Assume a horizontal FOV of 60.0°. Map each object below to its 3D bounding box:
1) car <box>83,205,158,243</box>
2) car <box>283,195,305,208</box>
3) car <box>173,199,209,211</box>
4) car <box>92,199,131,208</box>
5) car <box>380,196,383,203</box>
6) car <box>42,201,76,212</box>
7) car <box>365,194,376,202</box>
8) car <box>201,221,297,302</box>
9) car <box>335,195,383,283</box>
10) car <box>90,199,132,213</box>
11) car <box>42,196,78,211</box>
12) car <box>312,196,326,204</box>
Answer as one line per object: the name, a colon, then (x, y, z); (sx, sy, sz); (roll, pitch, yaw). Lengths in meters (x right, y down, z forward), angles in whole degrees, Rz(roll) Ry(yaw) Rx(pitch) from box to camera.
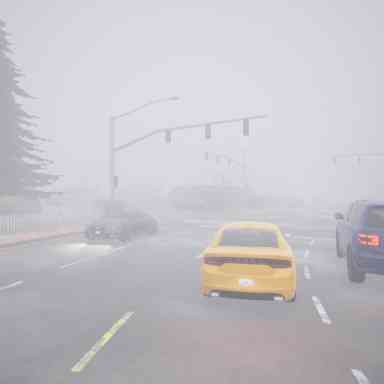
car: (-3.350, 1.564, 16.278); (1.994, 1.385, 4.181); (0, 0, 22)
car: (14.736, 1.547, 47.457); (2.033, 1.411, 5.357); (0, 0, 32)
car: (-0.109, 1.581, 40.647); (4.674, 1.442, 1.812); (0, 1, 31)
car: (-7.255, 1.560, 32.715); (4.892, 1.490, 1.837); (0, 0, 34)
car: (40.485, 1.540, 69.234); (2.033, 1.411, 5.357); (0, 0, 31)
car: (-15.106, 1.581, 37.607); (4.674, 1.442, 1.812); (0, 0, 32)
car: (42.809, 1.355, 79.739); (2.097, 1.767, 4.553); (0, 0, 31)
car: (1.490, 1.478, 8.426); (1.882, 1.535, 5.008); (0, 0, 12)
car: (5.453, 1.221, 9.459); (2.150, 2.045, 5.566); (0, 0, 19)
car: (-9.322, 1.560, 38.132); (4.892, 1.490, 1.837); (0, 0, 32)
car: (-17.048, 1.407, 42.941); (4.553, 1.767, 2.097); (0, 0, 32)
car: (23.623, 1.525, 61.856); (1.812, 1.442, 4.674); (0, 0, 32)
